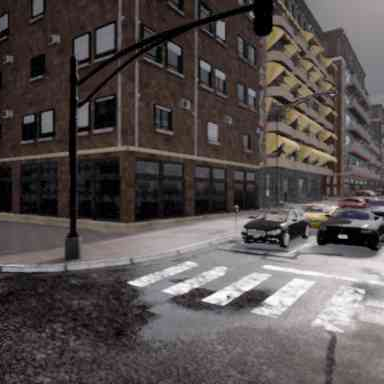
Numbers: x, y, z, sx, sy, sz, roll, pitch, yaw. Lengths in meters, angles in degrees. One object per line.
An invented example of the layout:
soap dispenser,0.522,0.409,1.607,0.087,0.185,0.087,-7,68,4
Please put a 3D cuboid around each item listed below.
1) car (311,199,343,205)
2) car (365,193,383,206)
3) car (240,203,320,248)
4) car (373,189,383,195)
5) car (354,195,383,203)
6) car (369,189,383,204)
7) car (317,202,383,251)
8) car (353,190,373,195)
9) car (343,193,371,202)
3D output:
car,6.598,1.214,17.983,1.752,1.417,4.829,1,2,35
car,22.534,0.829,40.808,1.752,1.417,4.829,1,2,35
car,3.508,1.315,13.558,2.008,1.369,4.403,1,2,35
car,18.360,0.692,30.328,2.150,2.045,5.566,0,1,35
car,12.319,1.164,21.673,2.033,1.411,5.357,0,1,35
car,25.820,0.541,45.507,2.192,1.841,5.009,1,2,35
car,6.326,1.326,13.088,1.994,1.385,4.181,0,1,35
car,16.259,0.770,31.813,2.192,1.841,5.009,1,2,35
car,13.070,1.076,27.253,1.887,1.381,4.507,1,2,35
